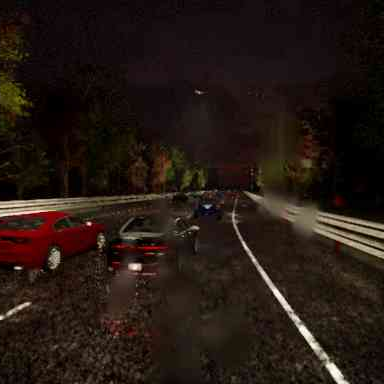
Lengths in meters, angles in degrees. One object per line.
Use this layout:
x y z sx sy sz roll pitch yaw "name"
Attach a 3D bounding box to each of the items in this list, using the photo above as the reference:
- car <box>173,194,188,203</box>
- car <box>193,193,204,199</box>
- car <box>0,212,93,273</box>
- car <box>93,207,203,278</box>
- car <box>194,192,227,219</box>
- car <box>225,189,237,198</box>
-1.829 1.010 53.552 1.882 1.535 5.008 1 1 8 "car"
1.542 0.875 77.338 2.033 1.411 5.357 1 1 8 "car"
-4.406 1.366 10.425 1.882 1.535 5.008 1 0 8 "car"
-0.948 1.423 9.914 1.837 1.490 4.892 0 0 8 "car"
1.441 1.143 26.735 2.097 1.767 4.553 1 0 8 "car"
10.756 0.738 92.466 1.882 1.535 5.008 1 1 8 "car"
